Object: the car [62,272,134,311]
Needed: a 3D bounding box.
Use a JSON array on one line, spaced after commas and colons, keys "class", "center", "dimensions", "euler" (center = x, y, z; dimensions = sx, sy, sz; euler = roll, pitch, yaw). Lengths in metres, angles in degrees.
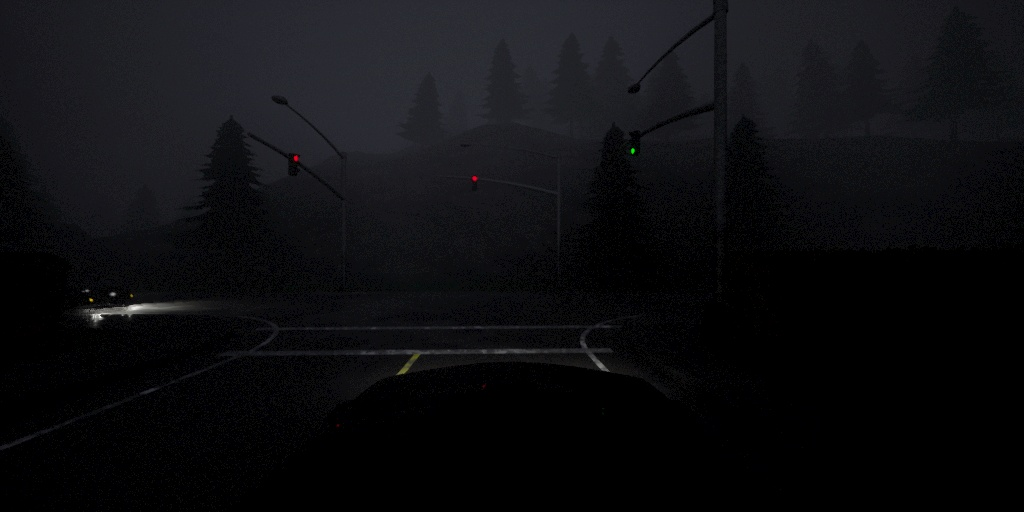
[{"class": "car", "center": [-17.451, 1.302, 13.845], "dimensions": [4.181, 1.385, 1.994], "euler": [0, 0, -1]}]
